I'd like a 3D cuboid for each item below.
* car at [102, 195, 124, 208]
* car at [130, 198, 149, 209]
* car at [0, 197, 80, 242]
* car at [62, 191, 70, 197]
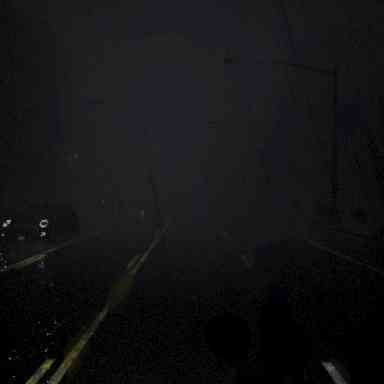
[{"bbox_3d":[-10.512,1.234,44.594,2.097,1.767,4.553,0,1,0],"label":"car"},{"bbox_3d":[-7.011,1.485,44.555,1.895,1.301,4.718,0,1,0],"label":"car"},{"bbox_3d":[-7.064,1.327,16.013,2.097,1.767,4.553,0,0,0],"label":"car"},{"bbox_3d":[-25.993,0.465,66.823,1.970,1.475,3.806,0,2,0],"label":"car"}]
